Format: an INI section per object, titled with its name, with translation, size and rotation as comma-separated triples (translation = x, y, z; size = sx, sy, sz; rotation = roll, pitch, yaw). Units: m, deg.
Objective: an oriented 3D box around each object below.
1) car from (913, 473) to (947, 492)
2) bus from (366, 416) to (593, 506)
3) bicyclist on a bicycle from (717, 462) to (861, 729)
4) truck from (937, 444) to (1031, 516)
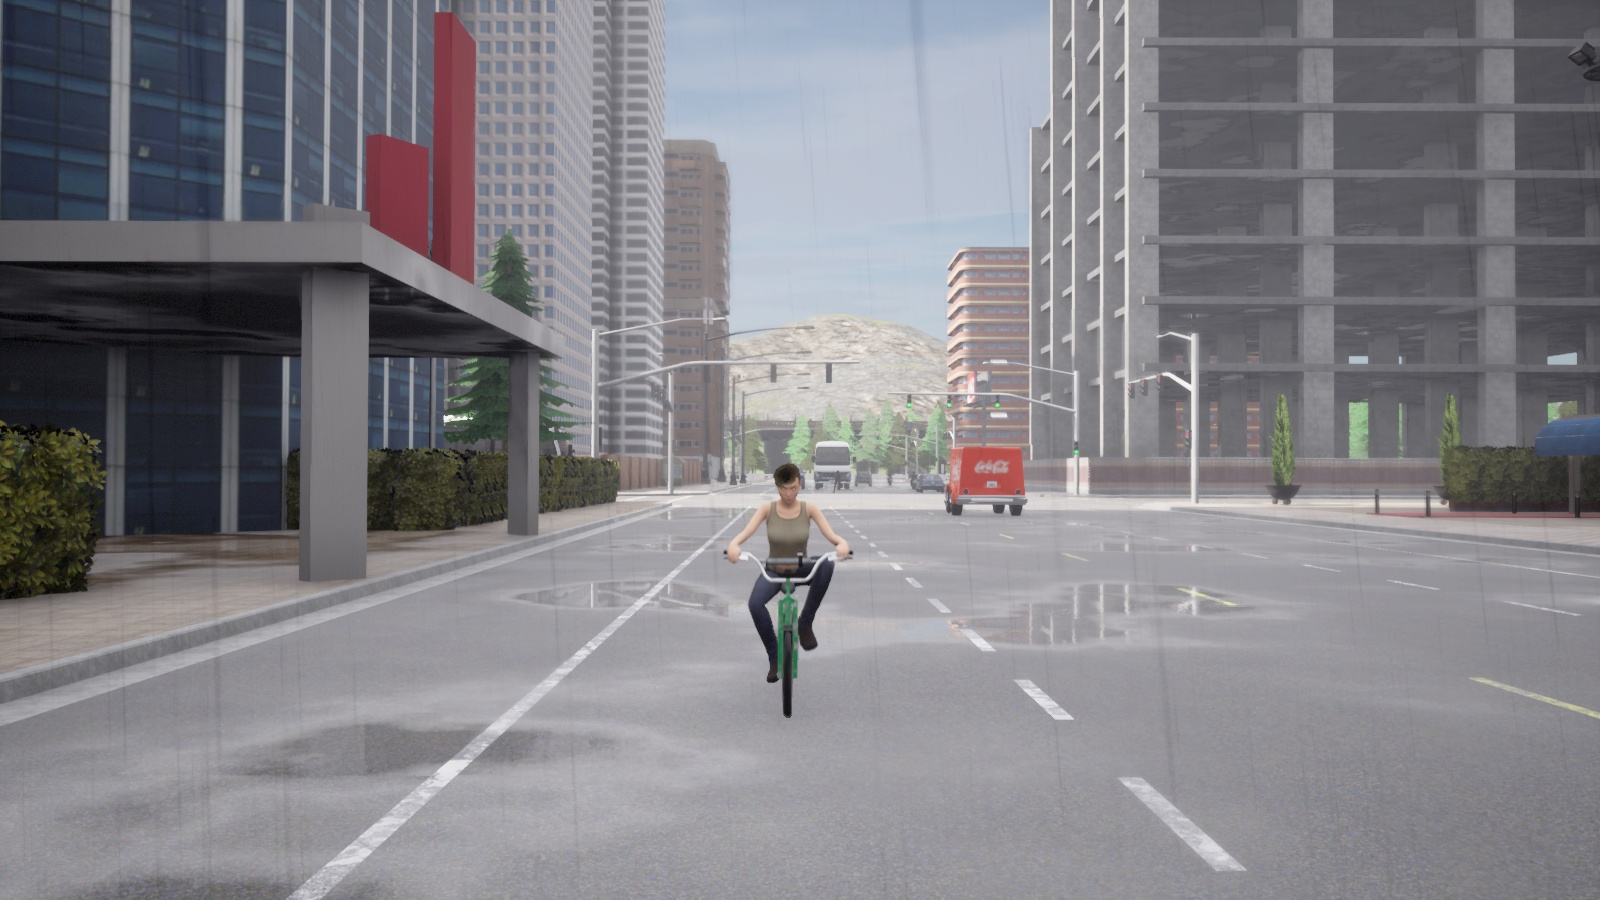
[car]
translation = 9.740, 2.405, 94.296
size = 2.033, 1.411, 5.357
rotation = 0, -1, 0
[bus]
translation = -15.780, 0.550, 62.540
size = 10.273, 4.253, 3.944
rotation = 1, -1, 0
[bicyclist on a bicycle]
translation = -0.074, 0.892, 8.373
size = 0.866, 1.612, 1.509
rotation = 0, -1, -1
[truck]
translation = 6.653, 1.074, 46.090
size = 2.627, 2.467, 5.204
rotation = 0, -1, 0
